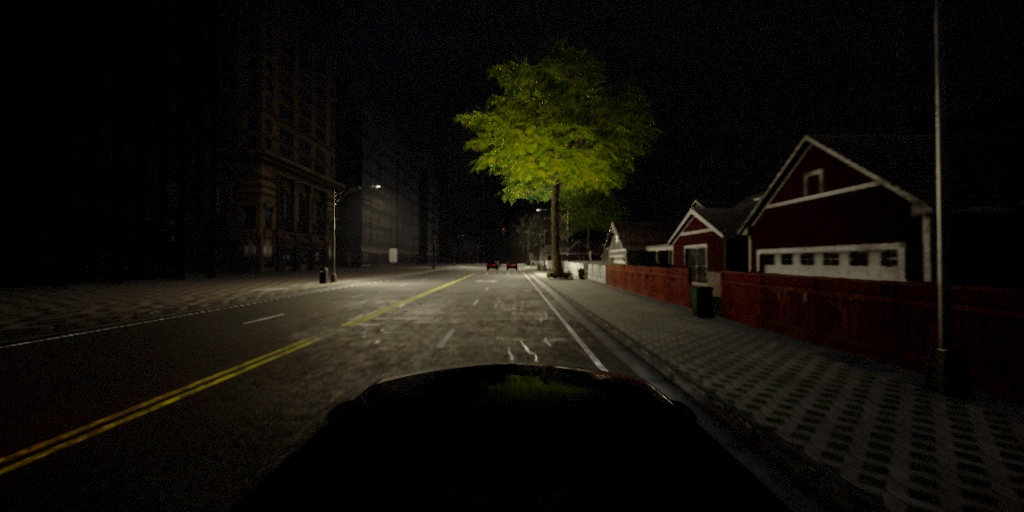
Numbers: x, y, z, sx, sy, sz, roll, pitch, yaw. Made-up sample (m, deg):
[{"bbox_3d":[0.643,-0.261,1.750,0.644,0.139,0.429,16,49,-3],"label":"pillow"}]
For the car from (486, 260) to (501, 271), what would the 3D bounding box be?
[{"bbox_3d":[-3.257,1.665,59.955,1.837,1.490,4.892,0,0,0],"label":"car"}]

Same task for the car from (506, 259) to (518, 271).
[{"bbox_3d":[-0.004,1.671,60.307,1.837,1.490,4.892,0,0,0],"label":"car"}]
